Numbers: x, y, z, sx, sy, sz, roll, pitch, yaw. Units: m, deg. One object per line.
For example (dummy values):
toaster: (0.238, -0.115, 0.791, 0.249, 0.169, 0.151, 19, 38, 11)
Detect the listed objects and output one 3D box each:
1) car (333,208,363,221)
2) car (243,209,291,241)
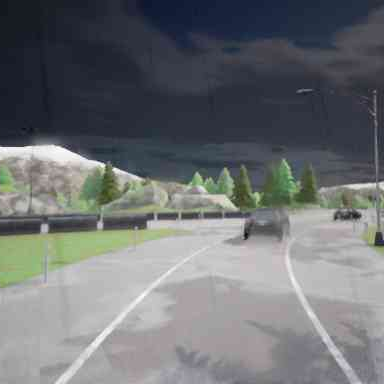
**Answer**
car: (17.938, 2.557, 38.292, 4.674, 1.442, 1.812, 2, -4, -42)
car: (4.452, 1.740, 19.323, 2.097, 1.767, 4.553, -1, -2, 22)
